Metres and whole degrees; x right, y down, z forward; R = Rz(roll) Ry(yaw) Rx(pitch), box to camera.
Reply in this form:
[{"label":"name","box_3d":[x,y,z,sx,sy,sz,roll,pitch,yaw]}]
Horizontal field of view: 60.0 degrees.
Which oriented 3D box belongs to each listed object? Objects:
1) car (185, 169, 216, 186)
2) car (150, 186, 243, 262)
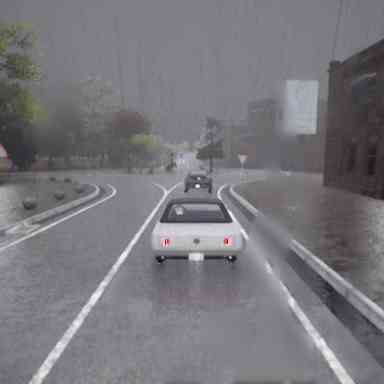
[{"label":"car","box_3d":[0.573,-0.866,24.001,1.837,1.490,4.892,0,6,5]},{"label":"car","box_3d":[0.088,0.786,8.869,1.895,1.301,4.718,0,6,0]}]
